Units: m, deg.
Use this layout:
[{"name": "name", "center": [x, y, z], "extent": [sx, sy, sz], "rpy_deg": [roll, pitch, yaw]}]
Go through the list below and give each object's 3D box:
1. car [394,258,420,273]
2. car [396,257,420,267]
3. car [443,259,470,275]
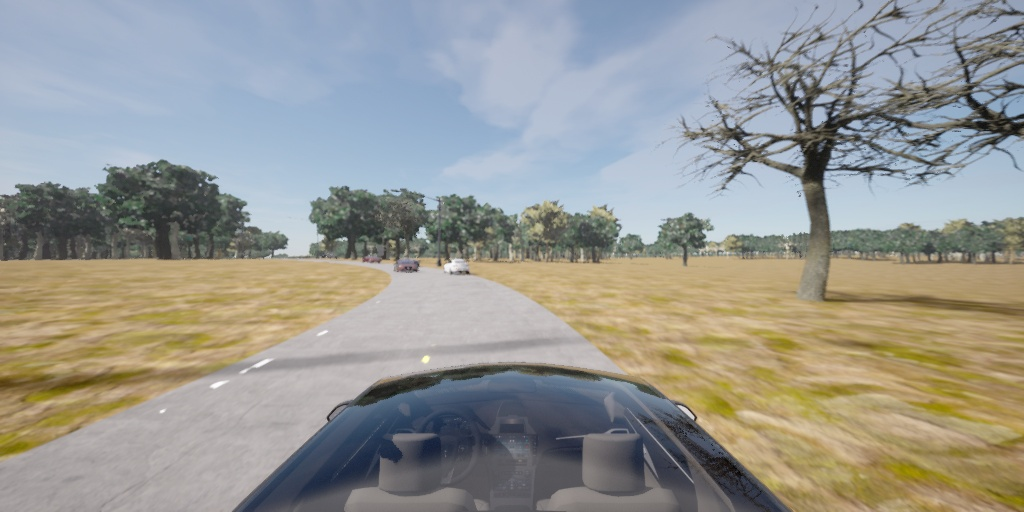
[{"name": "car", "center": [-11.005, 1.003, 37.024], "extent": [1.994, 1.385, 4.181], "rpy_deg": [0, 1, -25]}, {"name": "car", "center": [-14.893, 0.872, 51.344], "extent": [1.895, 1.301, 4.718], "rpy_deg": [0, 1, -35]}, {"name": "car", "center": [-5.392, 1.016, 34.848], "extent": [1.812, 1.442, 4.674], "rpy_deg": [0, 1, -22]}]
